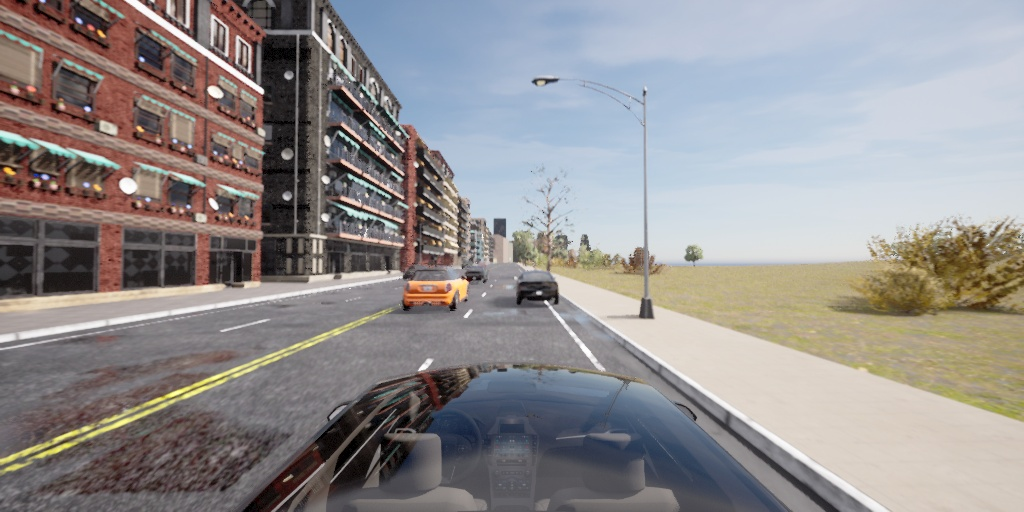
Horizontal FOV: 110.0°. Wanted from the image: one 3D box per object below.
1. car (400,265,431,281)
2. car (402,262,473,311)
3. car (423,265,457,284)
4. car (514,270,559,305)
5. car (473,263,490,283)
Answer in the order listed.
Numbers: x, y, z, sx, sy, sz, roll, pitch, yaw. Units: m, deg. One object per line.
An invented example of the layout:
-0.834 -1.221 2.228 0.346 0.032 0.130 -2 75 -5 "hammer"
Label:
-9.846 1.707 37.038 1.837 1.490 4.892 0 -1 0 "car"
-3.160 1.285 15.740 2.097 1.767 4.553 0 -1 1 "car"
-6.596 1.647 33.309 2.128 1.511 4.902 0 -1 0 "car"
1.140 1.432 17.523 1.882 1.535 5.008 0 -1 0 "car"
-3.145 1.651 32.478 1.837 1.490 4.892 0 0 0 "car"
